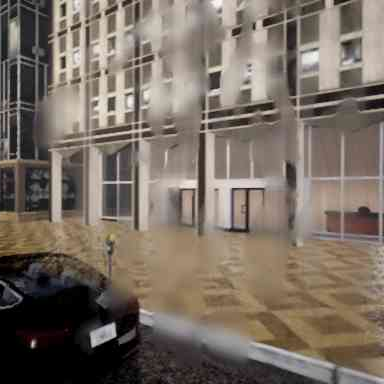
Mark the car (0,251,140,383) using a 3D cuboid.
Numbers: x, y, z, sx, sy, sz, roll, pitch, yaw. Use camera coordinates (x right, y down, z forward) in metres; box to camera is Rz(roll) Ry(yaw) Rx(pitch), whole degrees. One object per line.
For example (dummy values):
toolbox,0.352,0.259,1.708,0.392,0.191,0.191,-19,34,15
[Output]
car,-2.636,1.544,4.755,4.313,1.339,1.947,0,0,36
